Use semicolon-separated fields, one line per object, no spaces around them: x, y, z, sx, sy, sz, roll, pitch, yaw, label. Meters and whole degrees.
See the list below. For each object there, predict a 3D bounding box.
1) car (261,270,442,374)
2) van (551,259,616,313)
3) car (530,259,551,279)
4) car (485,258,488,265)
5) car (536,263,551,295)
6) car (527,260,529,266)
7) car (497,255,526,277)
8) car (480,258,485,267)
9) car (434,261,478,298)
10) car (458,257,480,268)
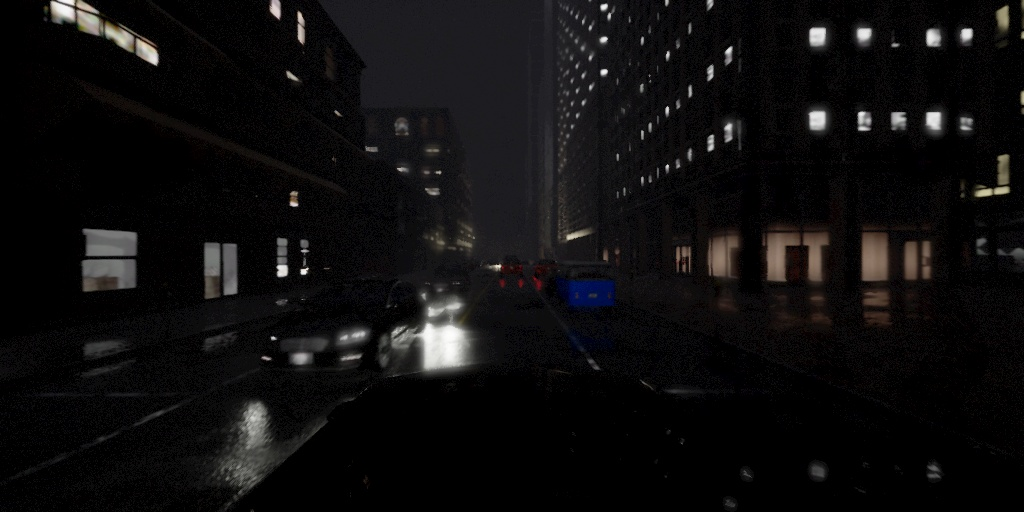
-3.117;1.239;7.723;2.128;1.511;4.902;0;0;0;car
2.648;1.057;13.593;1.690;1.789;3.998;0;0;0;van
2.985;1.033;32.121;2.097;1.767;4.553;0;0;0;car
-5.960;1.209;64.392;2.007;1.370;4.403;0;0;0;car
2.623;1.256;19.242;2.007;1.370;4.403;0;0;0;car
2.990;1.194;39.152;1.812;1.442;4.674;0;0;0;car
-0.037;1.038;34.228;2.097;1.767;4.553;0;0;0;car
-5.935;1.232;58.744;1.948;1.339;4.313;0;0;0;car
-3.154;1.218;18.164;2.128;1.511;4.902;0;0;0;car
-5.884;0.998;47.447;2.192;1.841;5.009;0;0;0;car
